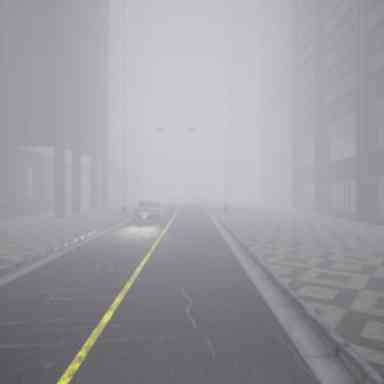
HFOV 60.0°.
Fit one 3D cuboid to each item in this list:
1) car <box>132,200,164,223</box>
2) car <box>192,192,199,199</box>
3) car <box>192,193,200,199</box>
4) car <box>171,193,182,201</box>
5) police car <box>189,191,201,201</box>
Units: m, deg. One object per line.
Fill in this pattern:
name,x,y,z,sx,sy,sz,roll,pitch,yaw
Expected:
car,-3.115,1.346,24.200,2.128,1.511,4.902,0,0,0
car,0.843,0.836,84.007,1.837,1.490,4.892,0,1,0
car,0.847,0.917,78.006,1.812,1.442,4.674,0,1,0
car,-3.053,1.001,66.644,2.128,1.511,4.902,0,1,0
police car,0.853,0.912,68.114,1.930,1.638,5.238,0,1,0
